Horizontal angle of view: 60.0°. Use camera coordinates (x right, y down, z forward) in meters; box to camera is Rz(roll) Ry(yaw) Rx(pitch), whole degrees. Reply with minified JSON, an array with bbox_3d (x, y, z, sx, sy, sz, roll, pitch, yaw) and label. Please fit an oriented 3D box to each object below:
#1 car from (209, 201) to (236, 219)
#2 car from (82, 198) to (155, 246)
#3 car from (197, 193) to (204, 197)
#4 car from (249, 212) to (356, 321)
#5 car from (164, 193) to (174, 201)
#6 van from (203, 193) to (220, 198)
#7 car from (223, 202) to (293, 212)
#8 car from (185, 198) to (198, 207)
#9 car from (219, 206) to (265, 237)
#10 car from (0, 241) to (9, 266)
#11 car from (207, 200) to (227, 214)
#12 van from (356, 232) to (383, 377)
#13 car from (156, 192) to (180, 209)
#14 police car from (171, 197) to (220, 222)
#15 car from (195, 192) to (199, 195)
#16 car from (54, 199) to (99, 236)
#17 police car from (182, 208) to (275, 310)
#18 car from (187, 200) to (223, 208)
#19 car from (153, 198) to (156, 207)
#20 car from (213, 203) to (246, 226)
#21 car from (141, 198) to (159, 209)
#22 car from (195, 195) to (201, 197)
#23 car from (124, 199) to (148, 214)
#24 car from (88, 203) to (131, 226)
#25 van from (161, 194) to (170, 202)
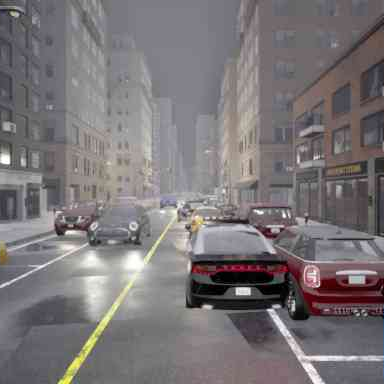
[{"bbox_3d":[2.628,1.548,29.981,2.008,1.369,4.403,0,0,0],"label":"car"},{"bbox_3d":[-3.120,1.351,15.162,2.097,1.767,4.553,0,0,0],"label":"car"},{"bbox_3d":[2.571,1.391,74.186,1.967,1.590,4.097,0,0,0],"label":"car"},{"bbox_3d":[2.658,1.440,7.305,1.967,1.590,4.097,0,0,0],"label":"car"},{"bbox_3d":[-5.969,1.249,85.330,2.192,1.841,5.009,0,0,0],"label":"car"},{"bbox_3d":[2.614,1.330,41.321,1.690,1.788,3.998,0,0,0],"label":"van"},{"bbox_3d":[2.650,1.314,12.974,2.192,1.841,5.009,0,0,0],"label":"car"},{"bbox_3d":[-0.067,1.578,51.555,1.895,1.301,4.718,0,0,0],"label":"car"},{"bbox_3d":[2.643,1.565,18.644,1.947,1.339,4.313,0,0,0],"label":"car"},{"bbox_3d":[-5.867,1.525,7.114,1.752,1.417,4.829,0,0,0],"label":"car"},{"bbox_3d":[2.621,1.577,35.651,1.802,1.307,4.206,0,0,0],"label":"car"},{"bbox_3d":[2.665,1.341,1.635,1.690,1.788,3.998,0,0,0],"label":"van"},{"bbox_3d":[-3.058,1.210,44.307,2.150,2.045,5.566,0,0,0],"label":"car"},{"bbox_3d":[0.242,1.423,23.959,1.930,1.638,5.238,0,0,-17],"label":"police car"},{"bbox_3d":[2.557,1.249,85.356,2.192,1.841,5.009,0,0,0],"label":"car"},{"bbox_3d":[-5.883,1.314,18.620,2.192,1.841,5.009,0,0,0],"label":"car"},{"bbox_3d":[0.786,1.425,8.038,1.930,1.638,5.238,0,0,-1],"label":"police car"},{"bbox_3d":[0.763,1.455,18.133,1.801,1.575,5.366,0,0,0],"label":"car"},{"bbox_3d":[-5.912,1.515,41.125,1.752,1.417,4.829,0,0,0],"label":"car"},{"bbox_3d":[2.635,1.564,24.312,1.947,1.339,4.313,0,0,0],"label":"car"},{"bbox_3d":[-5.919,1.534,46.962,2.008,1.369,4.403,0,0,0],"label":"car"},{"bbox_3d":[-0.049,1.515,42.140,1.812,1.442,4.674,0,0,0],"label":"car"},{"bbox_3d":[-5.904,1.520,35.455,1.752,1.417,4.829,0,0,0],"label":"car"},{"bbox_3d":[-5.890,1.549,24.288,2.008,1.369,4.403,0,0,0],"label":"car"},{"bbox_3d":[-5.954,1.292,74.157,1.690,1.788,3.998,0,0,0],"label":"van"}]
